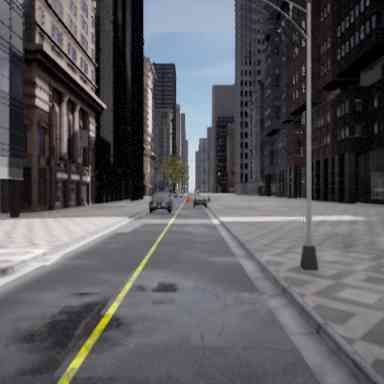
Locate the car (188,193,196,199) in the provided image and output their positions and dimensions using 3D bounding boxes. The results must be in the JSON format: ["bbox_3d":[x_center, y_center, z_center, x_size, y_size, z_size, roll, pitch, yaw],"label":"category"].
[{"bbox_3d":[0.016,1.036,88.553,1.994,1.385,4.181,0,0,0],"label":"car"}]

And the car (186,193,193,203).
[{"bbox_3d":[0.011,1.060,62.195,2.097,1.767,4.553,0,0,0],"label":"car"}]

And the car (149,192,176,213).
[{"bbox_3d":[-3.082,1.052,34.107,2.150,2.045,5.566,0,0,0],"label":"car"}]

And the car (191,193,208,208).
[{"bbox_3d":[1.058,1.291,43.973,1.837,1.490,4.892,0,0,0],"label":"car"}]

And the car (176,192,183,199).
[{"bbox_3d":[-2.986,0.818,75.971,1.882,1.535,5.008,0,0,0],"label":"car"}]
